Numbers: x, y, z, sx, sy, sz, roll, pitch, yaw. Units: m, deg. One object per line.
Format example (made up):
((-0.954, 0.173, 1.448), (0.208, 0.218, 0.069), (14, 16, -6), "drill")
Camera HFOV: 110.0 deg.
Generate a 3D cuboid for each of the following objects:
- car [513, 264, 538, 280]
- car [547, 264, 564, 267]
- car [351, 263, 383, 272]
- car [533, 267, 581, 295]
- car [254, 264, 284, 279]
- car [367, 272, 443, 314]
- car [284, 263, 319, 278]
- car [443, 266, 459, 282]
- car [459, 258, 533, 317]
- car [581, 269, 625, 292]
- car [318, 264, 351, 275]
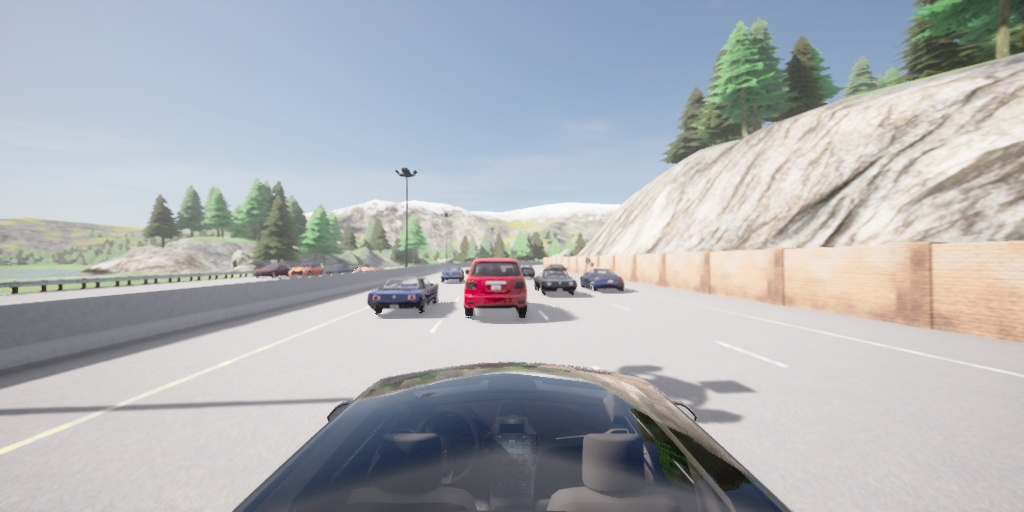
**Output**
((1.337, 1.605, 37.842), (2.128, 1.511, 4.902), (0, -1, -4), "car")
((4.744, 1.598, 39.433), (1.882, 1.535, 5.008), (0, -1, -4), "car")
((-16.654, 1.567, 41.952), (2.097, 1.767, 4.553), (0, -1, -4), "car")
((2.408, 1.543, 21.321), (1.895, 1.301, 4.718), (0, -1, -4), "car")
((-27.106, 1.715, 40.889), (1.882, 1.535, 5.008), (0, -1, -4), "car")
((-4.198, 1.497, 14.644), (1.895, 1.301, 4.718), (0, -1, -3), "car")
((-23.628, 1.583, 41.349), (2.097, 1.767, 4.553), (0, -1, -4), "car")
((-5.371, 1.634, 32.973), (2.033, 1.411, 5.357), (0, -1, -3), "car")
((-0.656, 1.102, 14.000), (2.150, 2.045, 5.566), (0, 0, -3), "car")
((5.776, 1.517, 23.482), (1.994, 1.385, 4.181), (0, -1, -4), "car")
((-20.142, 1.728, 41.665), (1.837, 1.490, 4.892), (0, -1, -4), "car")
